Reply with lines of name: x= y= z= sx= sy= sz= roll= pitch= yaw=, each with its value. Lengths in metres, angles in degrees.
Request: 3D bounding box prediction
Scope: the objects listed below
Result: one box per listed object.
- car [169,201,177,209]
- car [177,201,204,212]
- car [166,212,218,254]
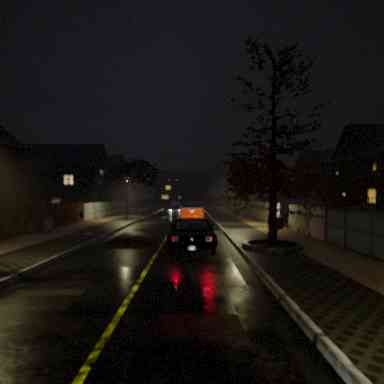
car: x=-2.750 y=2.179 z=56.449 sx=1.812 sy=1.442 sz=4.674 roll=0 pitch=-1 yaw=0
car: x=0.005 y=1.652 z=29.072 sx=2.097 sy=1.767 sz=4.553 roll=0 pitch=-1 yaw=0
car: x=0.002 y=1.739 z=14.106 sx=1.895 sy=1.301 sz=4.718 roll=0 pitch=-1 yaw=0
